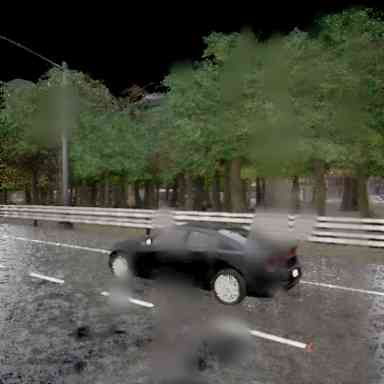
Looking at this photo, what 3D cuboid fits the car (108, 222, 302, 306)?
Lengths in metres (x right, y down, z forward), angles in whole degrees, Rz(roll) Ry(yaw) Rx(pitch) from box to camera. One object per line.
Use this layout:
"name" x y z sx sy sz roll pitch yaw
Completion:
"car" 0.060 1.485 8.128 5.008 1.535 1.882 0 0 36
